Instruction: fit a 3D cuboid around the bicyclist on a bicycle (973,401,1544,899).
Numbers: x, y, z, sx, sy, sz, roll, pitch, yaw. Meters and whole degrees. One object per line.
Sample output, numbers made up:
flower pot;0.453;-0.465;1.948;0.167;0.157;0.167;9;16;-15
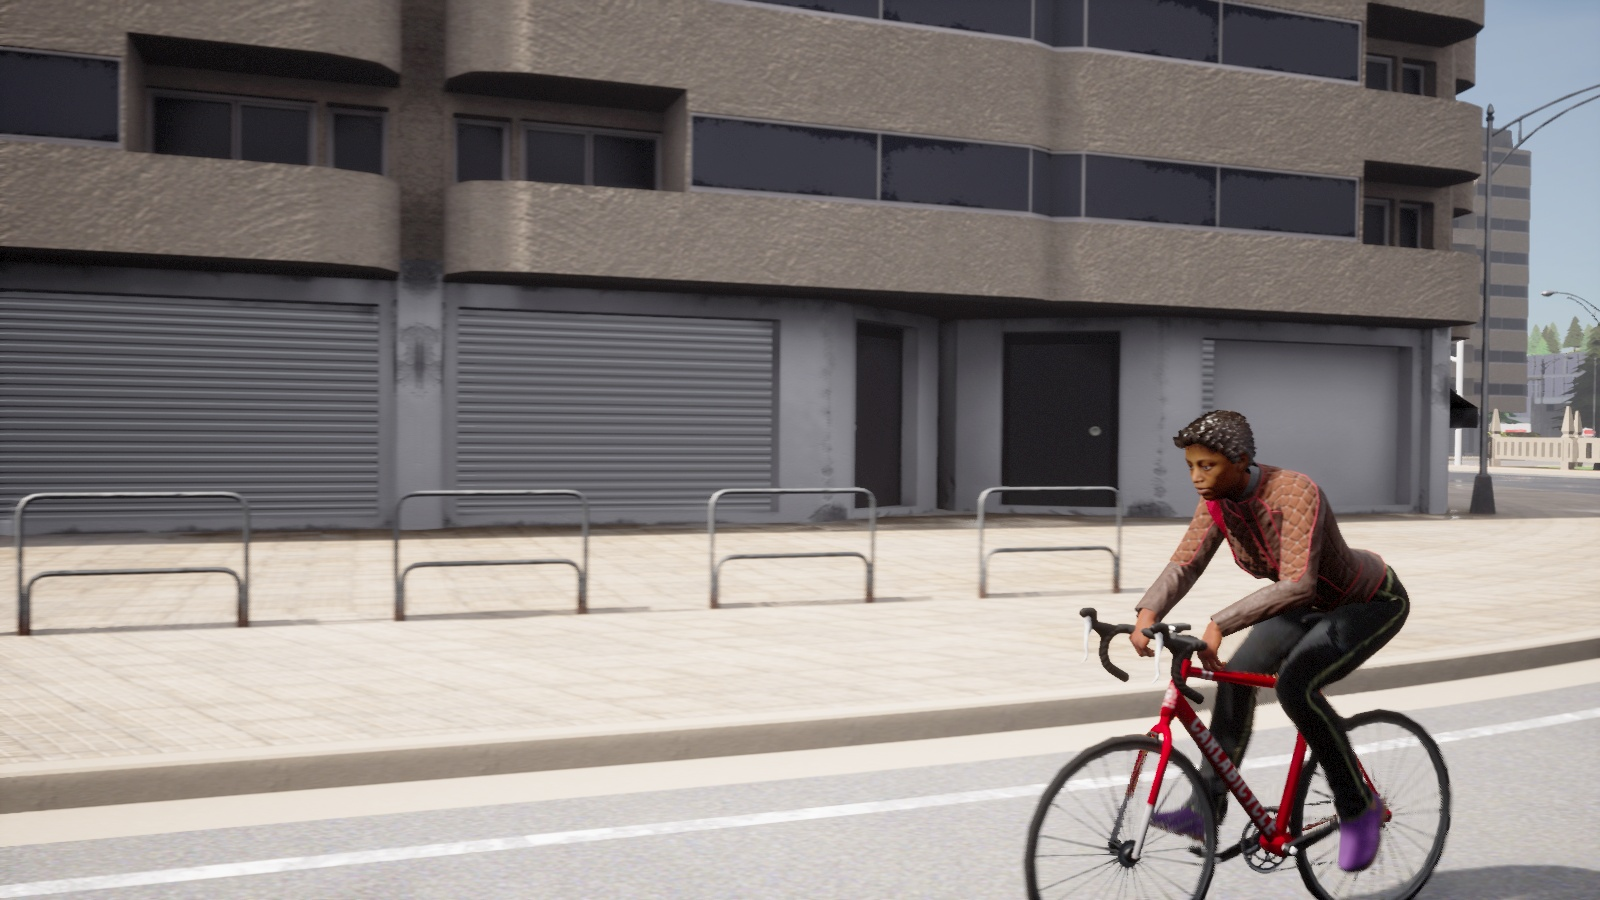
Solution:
bicyclist on a bicycle;1.409;0.675;3.826;1.656;1.620;0.582;-1;1;-22
